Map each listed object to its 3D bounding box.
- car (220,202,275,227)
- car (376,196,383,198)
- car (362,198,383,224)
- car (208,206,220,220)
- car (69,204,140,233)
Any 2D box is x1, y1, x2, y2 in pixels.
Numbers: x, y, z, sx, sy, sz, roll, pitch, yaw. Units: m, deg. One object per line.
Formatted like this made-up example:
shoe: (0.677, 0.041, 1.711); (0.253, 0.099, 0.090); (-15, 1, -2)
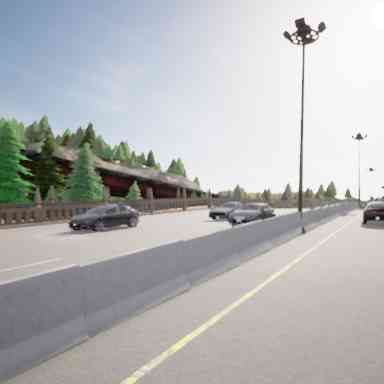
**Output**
car: (4.119, 1.495, 22.414); (2.128, 1.511, 4.902); (0, 0, 31)
car: (21.321, 1.328, 37.031); (2.097, 1.767, 4.553); (0, -1, 33)
car: (13.547, 1.471, 24.112); (1.837, 1.490, 4.892); (0, 0, 31)
car: (3.327, 1.560, 27.883); (2.033, 1.411, 5.357); (0, 0, 31)
car: (-5.238, 1.547, 20.446); (1.837, 1.490, 4.892); (0, 0, 31)
